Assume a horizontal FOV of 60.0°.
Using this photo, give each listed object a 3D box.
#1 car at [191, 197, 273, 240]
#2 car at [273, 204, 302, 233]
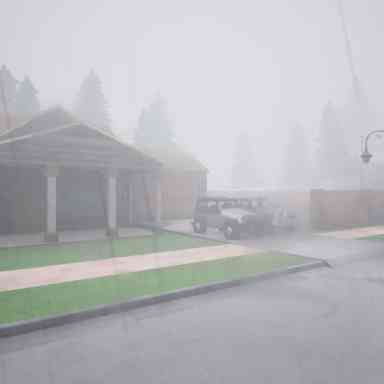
[{"bbox_3d":[1.614,1.176,15.984,1.905,1.878,3.866,0,0,-36],"label":"car"},{"bbox_3d":[3.434,1.174,17.762,1.932,1.855,4.605,0,0,-36],"label":"car"}]
